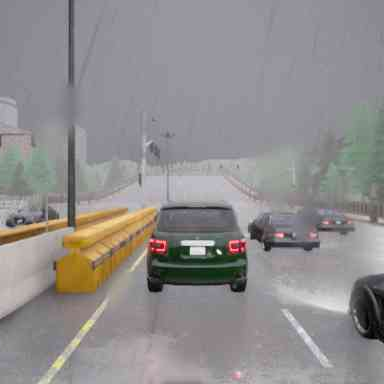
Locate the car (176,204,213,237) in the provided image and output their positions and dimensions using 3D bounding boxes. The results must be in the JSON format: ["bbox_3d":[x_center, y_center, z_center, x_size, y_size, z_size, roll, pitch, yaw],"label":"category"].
[{"bbox_3d":[0.119,1.500,18.881,1.837,1.490,4.892,0,0,0],"label":"car"}]

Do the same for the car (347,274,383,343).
[{"bbox_3d":[3.606,1.563,3.913,1.994,1.385,4.181,0,0,0],"label":"car"}]

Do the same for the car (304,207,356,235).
[{"bbox_3d":[7.116,1.543,18.654,2.033,1.411,5.357,0,0,0],"label":"car"}]

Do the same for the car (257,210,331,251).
[{"bbox_3d":[3.615,1.544,13.990,2.033,1.411,5.357,0,0,0],"label":"car"}]

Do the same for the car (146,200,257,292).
[{"bbox_3d":[0.110,1.219,9.030,2.150,2.045,5.566,0,0,0],"label":"car"}]
